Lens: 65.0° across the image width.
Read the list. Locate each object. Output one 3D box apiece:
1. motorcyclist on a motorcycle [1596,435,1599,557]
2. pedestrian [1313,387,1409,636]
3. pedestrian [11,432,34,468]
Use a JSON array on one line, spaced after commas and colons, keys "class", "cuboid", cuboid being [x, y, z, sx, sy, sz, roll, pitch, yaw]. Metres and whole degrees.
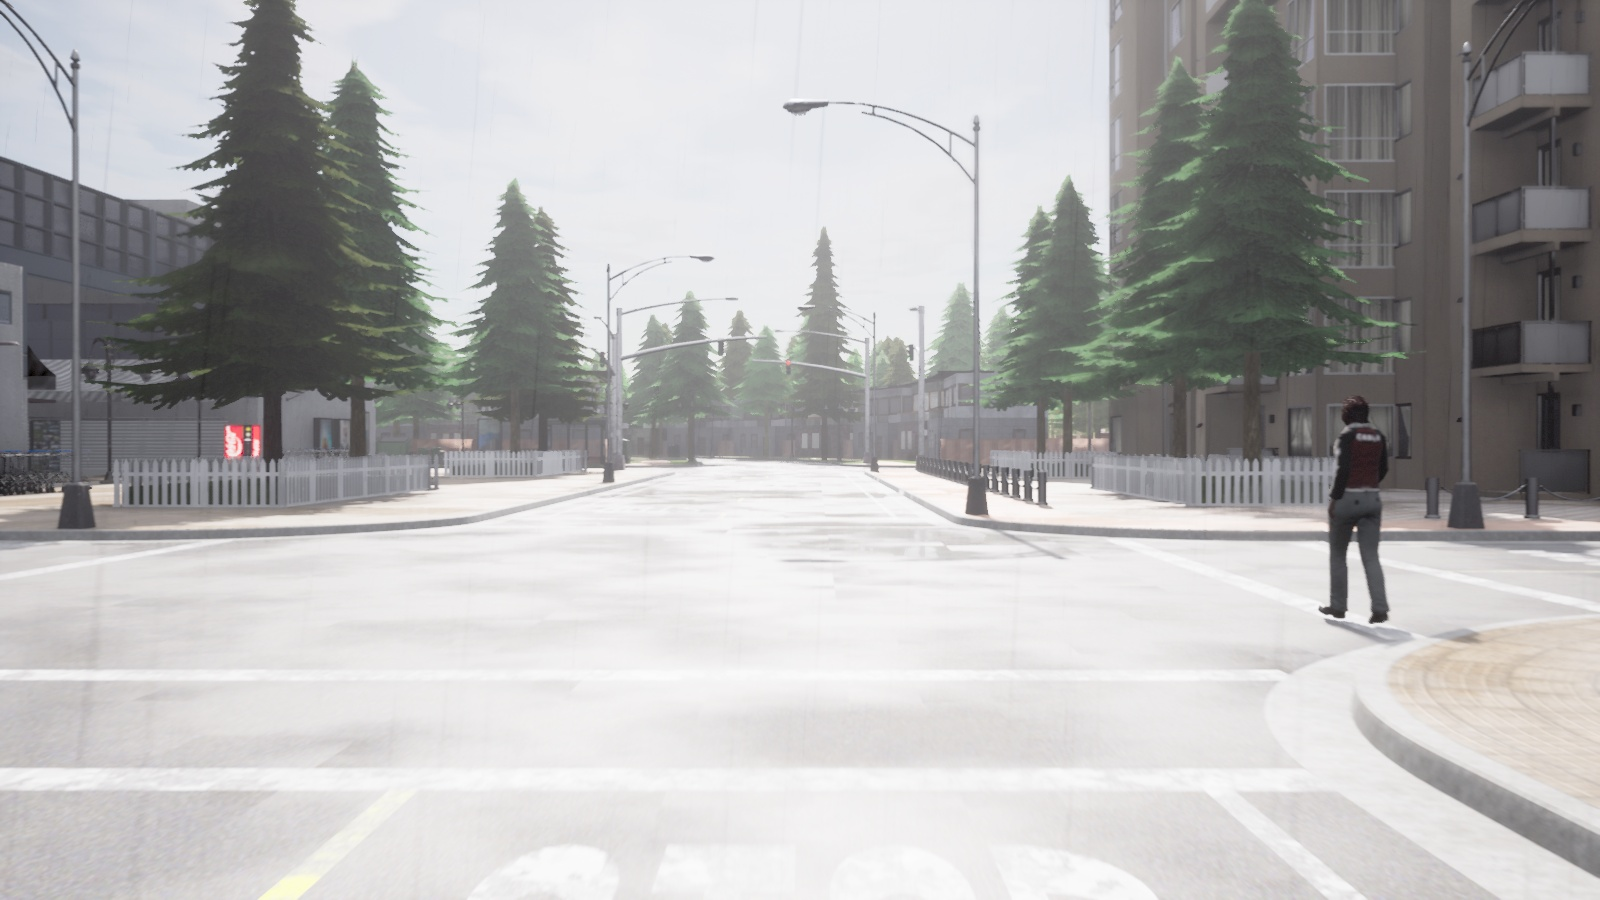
[{"class": "motorcyclist on a motorcycle", "cuboid": [11.302, 0.604, 15.959, 1.817, 1.590, 0.866, 0, 0, 1]}, {"class": "pedestrian", "cuboid": [4.489, 0.473, 10.077, 0.402, 1.930, 0.666, 0, 0, -8]}, {"class": "pedestrian", "cuboid": [-40.454, -0.009, 65.353, 0.849, 1.883, 0.563, 0, 0, 0]}]
